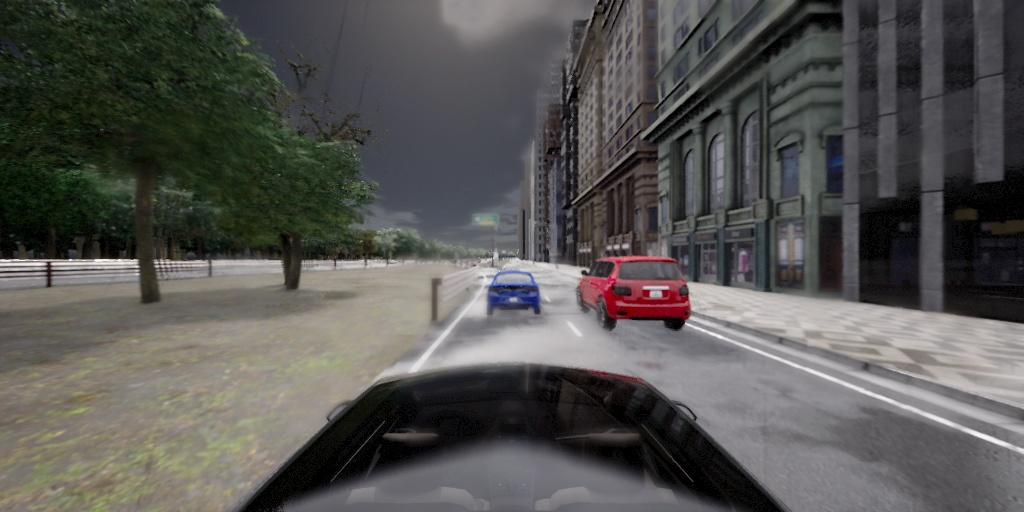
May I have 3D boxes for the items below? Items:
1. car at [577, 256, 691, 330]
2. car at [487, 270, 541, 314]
[{"bbox_3d":[3.561,1.030,11.493,2.150,2.045,5.566,0,0,0],"label":"car"},{"bbox_3d":[0.075,1.299,14.124,1.882,1.535,5.008,0,0,0],"label":"car"}]
